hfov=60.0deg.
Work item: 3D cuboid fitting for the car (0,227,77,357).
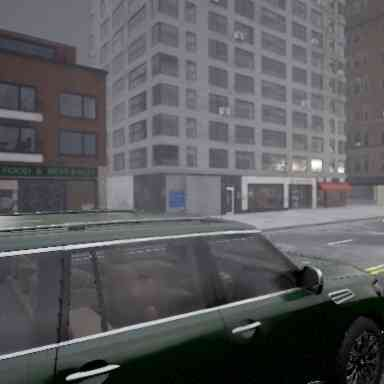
[{"bbox_3d":[-4.383,1.503,4.551,4.902,1.511,2.128,-1,0,-35],"label":"car"}]

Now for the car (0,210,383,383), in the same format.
[{"bbox_3d":[-0.286,1.204,3.232,5.566,2.045,2.150,-1,0,-35],"label":"car"}]
